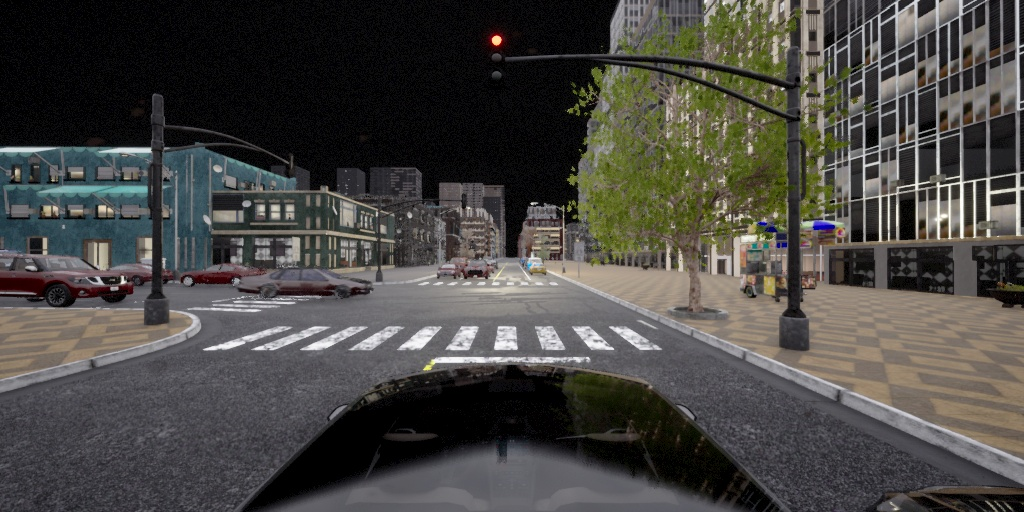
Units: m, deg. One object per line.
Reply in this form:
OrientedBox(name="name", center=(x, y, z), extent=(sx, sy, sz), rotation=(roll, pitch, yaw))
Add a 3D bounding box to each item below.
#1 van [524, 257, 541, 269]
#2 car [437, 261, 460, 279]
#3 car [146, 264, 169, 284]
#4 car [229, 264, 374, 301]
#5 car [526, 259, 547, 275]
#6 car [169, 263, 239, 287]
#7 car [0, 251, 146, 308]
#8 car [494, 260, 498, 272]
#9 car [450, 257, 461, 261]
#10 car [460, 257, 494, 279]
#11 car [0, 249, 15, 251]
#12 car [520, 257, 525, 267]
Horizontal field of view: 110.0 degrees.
OrientedBox(name="van", center=(2.732, 1.094, 43.621), extent=(1.690, 1.789, 3.998), rotation=(0, 0, 0))
OrientedBox(name="car", center=(-5.659, 1.334, 32.524), extent=(1.802, 1.307, 4.207), rotation=(0, 0, 0))
OrientedBox(name="car", center=(-22.801, 1.090, 21.454), extent=(4.207, 1.307, 1.802), rotation=(0, 0, -1))
OrientedBox(name="car", center=(-9.304, 1.232, 16.500), extent=(5.357, 1.411, 2.033), rotation=(2, 0, -10))
OrientedBox(name="car", center=(2.727, 1.278, 38.239), extent=(1.751, 1.417, 4.829), rotation=(0, 0, 0))
OrientedBox(name="car", center=(-17.257, 1.121, 21.527), extent=(4.507, 1.381, 1.888), rotation=(0, 0, -1))
OrientedBox(name="car", center=(-17.147, 0.850, 13.147), extent=(5.009, 1.841, 2.192), rotation=(0, 0, -1))
OrientedBox(name="car", center=(-3.060, 1.317, 42.134), extent=(1.994, 1.385, 4.181), rotation=(0, 0, 0))
OrientedBox(name="car", center=(-5.654, 1.067, 38.075), extent=(2.192, 1.841, 5.009), rotation=(0, 0, 0))
OrientedBox(name="car", center=(-3.069, 1.104, 32.220), extent=(2.097, 1.767, 4.553), rotation=(0, 0, 0))
OrientedBox(name="car", center=(-22.911, 0.698, 15.664), extent=(5.566, 2.045, 2.150), rotation=(1, 0, -1))
OrientedBox(name="car", center=(2.742, 1.305, 54.723), extent=(2.007, 1.370, 4.403), rotation=(0, 0, 0))
